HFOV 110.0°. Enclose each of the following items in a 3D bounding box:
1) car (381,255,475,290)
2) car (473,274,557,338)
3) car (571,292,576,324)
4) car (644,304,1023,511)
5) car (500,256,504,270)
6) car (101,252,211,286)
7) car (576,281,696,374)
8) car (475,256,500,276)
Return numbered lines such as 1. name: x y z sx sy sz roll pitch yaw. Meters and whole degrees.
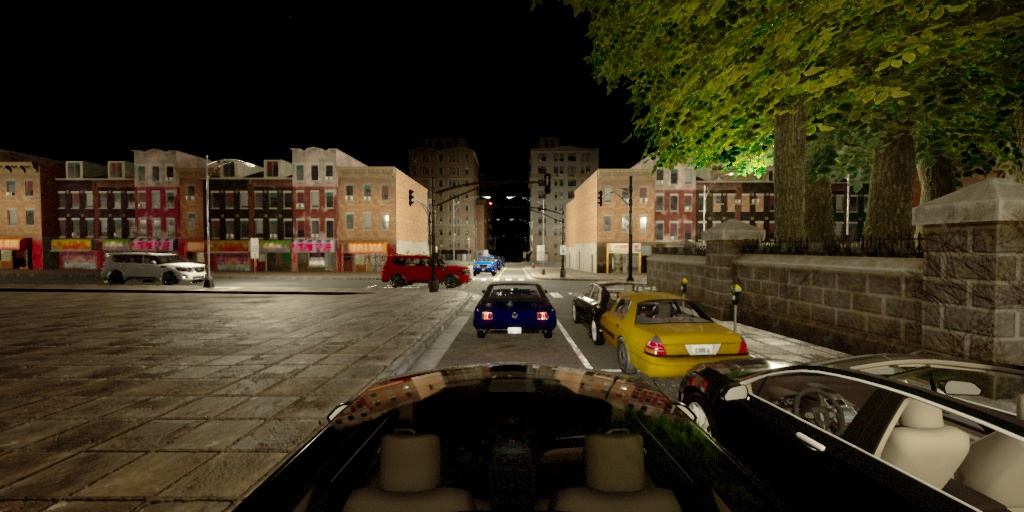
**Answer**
1. car: -5.391 0.977 22.740 5.566 2.045 2.150 0 1 0
2. car: 0.075 1.348 10.109 1.895 1.301 4.718 0 0 0
3. car: 2.661 1.298 9.304 2.007 1.370 4.403 0 0 0
4. car: 2.637 1.300 2.169 2.007 1.370 4.403 0 0 0
5. car: -2.641 0.992 49.215 2.150 2.045 5.566 0 0 1
6. car: -22.515 0.806 22.778 5.566 2.045 2.150 1 1 0
7. car: 2.686 1.273 7.330 1.751 1.417 4.829 0 0 0
8. car: -2.749 0.978 37.284 2.150 2.045 5.566 0 0 0
